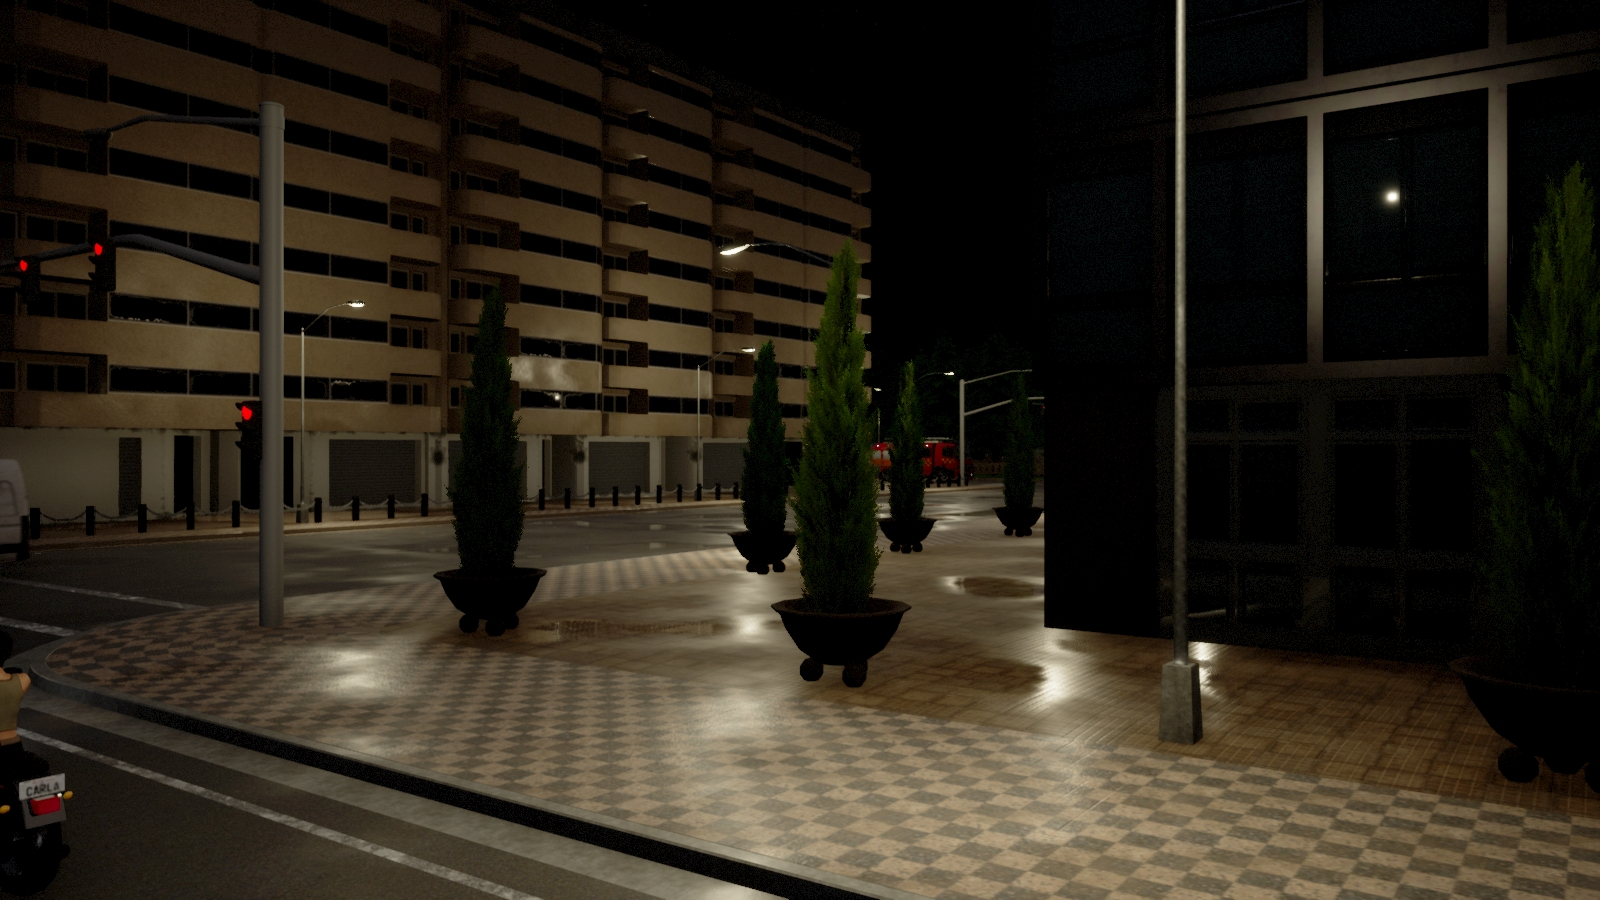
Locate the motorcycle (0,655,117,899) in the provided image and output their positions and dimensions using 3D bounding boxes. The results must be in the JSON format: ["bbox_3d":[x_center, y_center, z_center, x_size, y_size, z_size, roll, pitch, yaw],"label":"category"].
[{"bbox_3d":[-5.562,2.151,7.682,2.356,1.307,0.764,0,0,35],"label":"motorcycle"}]

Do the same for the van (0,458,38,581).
[{"bbox_3d":[-18.915,1.484,22.716,1.988,2.561,5.915,0,0,34],"label":"van"}]
